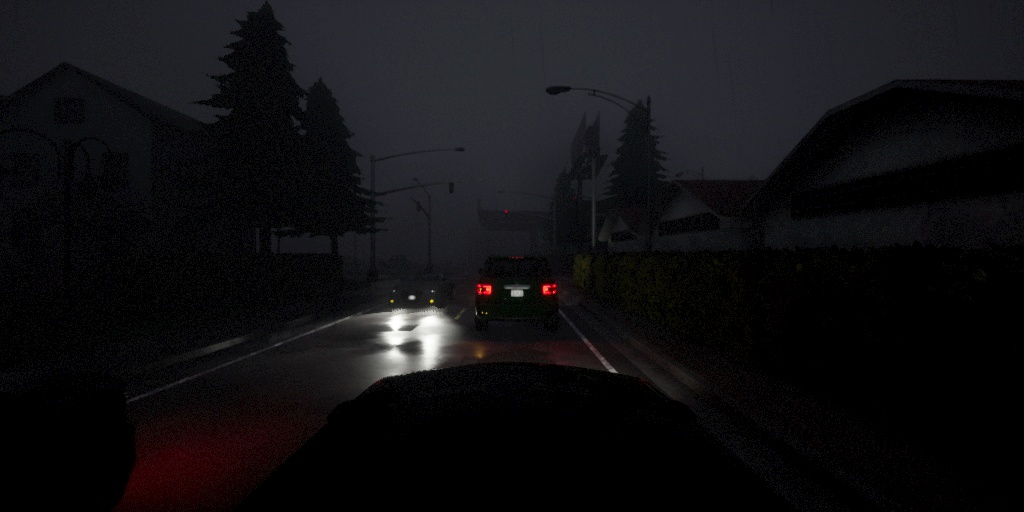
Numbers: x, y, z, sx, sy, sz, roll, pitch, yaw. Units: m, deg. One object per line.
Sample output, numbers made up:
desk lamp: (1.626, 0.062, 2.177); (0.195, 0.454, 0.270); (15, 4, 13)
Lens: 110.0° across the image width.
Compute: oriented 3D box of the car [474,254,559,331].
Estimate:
car: (0.103, 0.963, 11.090); (2.150, 2.045, 5.566); (0, 0, 0)

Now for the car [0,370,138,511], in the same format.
car: (-3.592, 1.229, 0.382); (1.882, 1.535, 5.008); (0, 0, 0)

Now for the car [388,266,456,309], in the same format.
car: (-3.571, 1.302, 14.826); (1.994, 1.385, 4.181); (0, 0, 0)
